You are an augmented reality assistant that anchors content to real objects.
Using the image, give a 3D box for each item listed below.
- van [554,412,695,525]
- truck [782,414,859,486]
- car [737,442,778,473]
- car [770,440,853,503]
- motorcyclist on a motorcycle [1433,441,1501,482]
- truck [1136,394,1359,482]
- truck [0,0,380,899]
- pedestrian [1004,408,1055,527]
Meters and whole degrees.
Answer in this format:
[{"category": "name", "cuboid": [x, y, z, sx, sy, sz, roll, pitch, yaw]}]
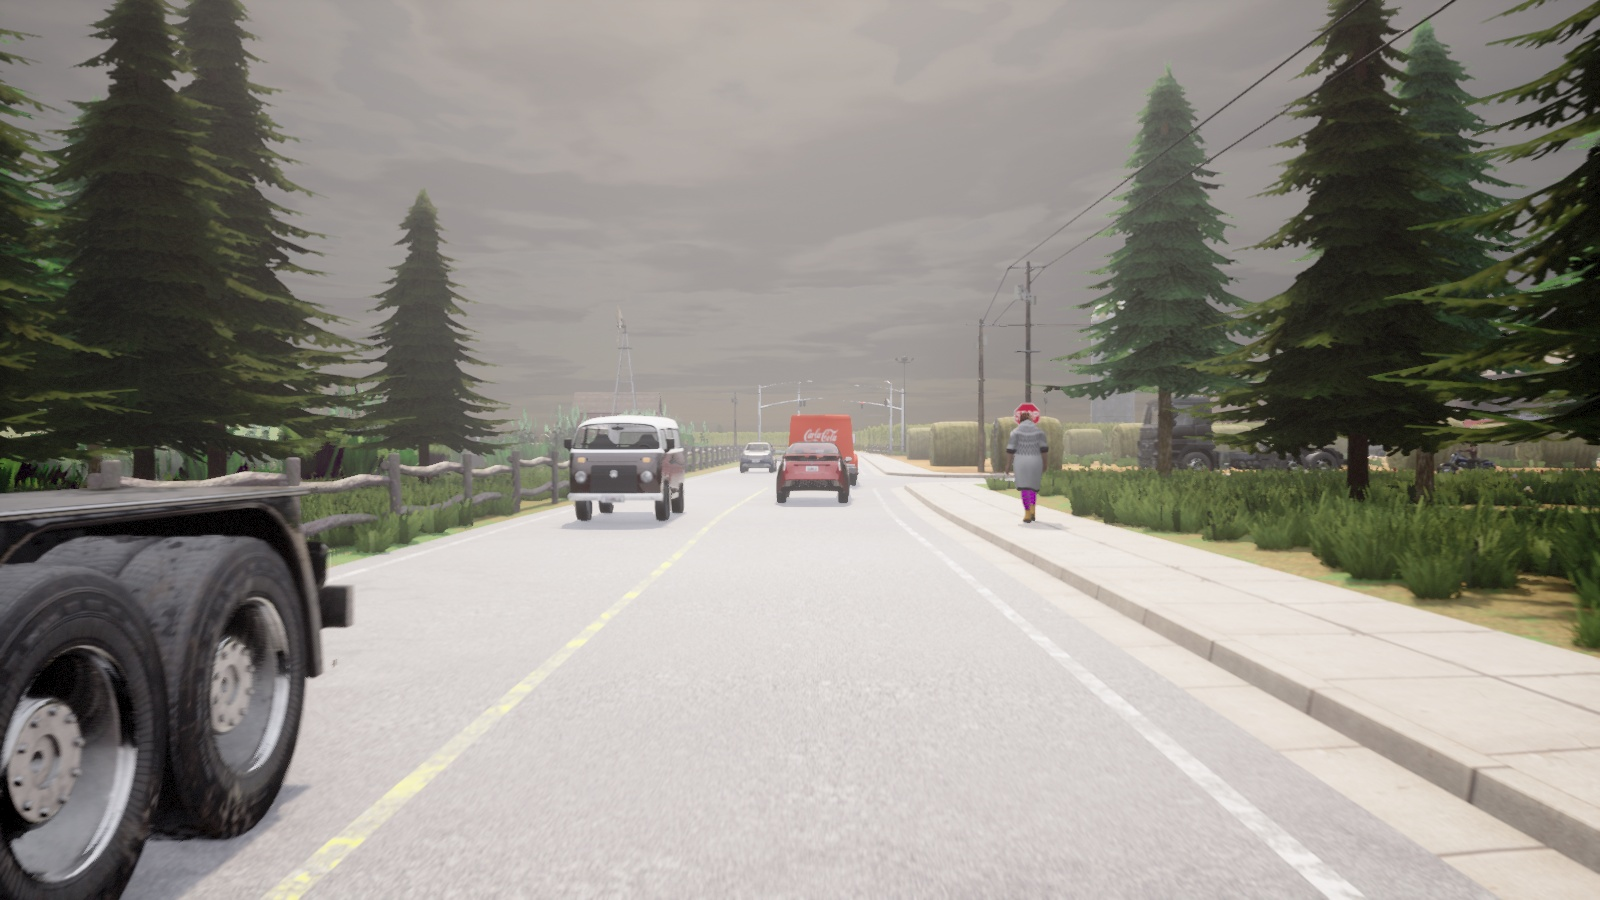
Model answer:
[{"category": "van", "cuboid": [-3.347, 0.320, 24.818, 2.069, 2.038, 4.480, 0, 0, 1]}, {"category": "truck", "cuboid": [0.796, 0.004, 45.424, 2.627, 2.467, 5.204, 0, 0, 2]}, {"category": "car", "cuboid": [-2.099, 0.359, 63.204, 1.789, 1.549, 3.705, 0, 0, 2]}, {"category": "car", "cuboid": [0.359, 0.502, 32.583, 2.007, 1.525, 4.514, 0, 0, 2]}, {"category": "motorcyclist on a motorcycle", "cuboid": [26.933, 0.460, 50.720, 2.350, 1.649, 0.766, 0, 0, -1]}, {"category": "truck", "cuboid": [17.890, -0.479, 50.584, 7.936, 3.462, 2.891, 0, 0, -1]}, {"category": "truck", "cuboid": [-3.470, -0.248, 2.012, 2.891, 3.462, 7.936, 0, 0, 0]}, {"category": "pedestrian", "cuboid": [3.819, 0.283, 20.964, 0.659, 1.952, 0.873, 0, 0, -2]}]
